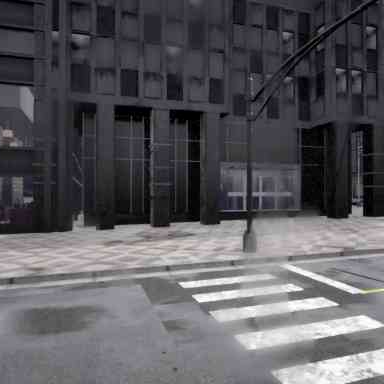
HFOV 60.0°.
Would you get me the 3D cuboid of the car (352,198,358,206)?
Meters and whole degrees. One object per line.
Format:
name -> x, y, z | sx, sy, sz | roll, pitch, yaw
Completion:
car -> 22.513, 1.327, 49.276 | 1.994, 1.385, 4.181 | 0, -1, -16
